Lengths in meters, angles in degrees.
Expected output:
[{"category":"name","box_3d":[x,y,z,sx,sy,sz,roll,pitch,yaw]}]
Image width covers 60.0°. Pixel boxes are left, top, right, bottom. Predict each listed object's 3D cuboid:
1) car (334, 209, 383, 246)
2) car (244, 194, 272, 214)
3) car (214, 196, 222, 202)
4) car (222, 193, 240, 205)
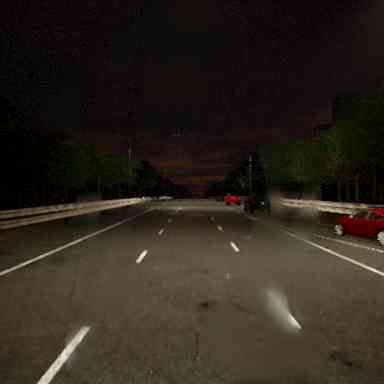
[{"category":"car","box_3d":[8.636,1.504,15.423,1.882,1.535,5.008,0,0,-10]},{"category":"car","box_3d":[7.009,1.241,35.530,2.150,2.045,5.566,0,0,0]},{"category":"car","box_3d":[7.121,1.706,82.979,1.837,1.490,4.892,0,-1,0]},{"category":"car","box_3d":[7.026,1.267,58.359,2.150,2.045,5.566,0,0,0]}]
